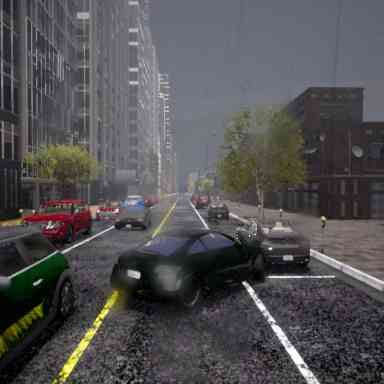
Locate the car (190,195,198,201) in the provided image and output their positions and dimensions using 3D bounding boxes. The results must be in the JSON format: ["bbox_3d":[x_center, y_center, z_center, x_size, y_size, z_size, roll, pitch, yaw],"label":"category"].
[{"bbox_3d":[0.489,1.537,83.111,1.947,1.339,4.313,-1,0,-2],"label":"car"}]

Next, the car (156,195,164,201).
[{"bbox_3d":[-7.884,1.497,82.729,1.752,1.417,4.829,-1,0,-2],"label":"car"}]

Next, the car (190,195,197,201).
[{"bbox_3d":[0.342,1.551,88.643,1.802,1.307,4.206,-1,0,-2],"label":"car"}]

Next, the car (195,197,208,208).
[{"bbox_3d":[1.373,1.509,50.086,1.752,1.417,4.829,-1,0,-2],"label":"car"}]

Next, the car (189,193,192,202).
[{"bbox_3d":[0.782,1.290,72.046,2.192,1.841,5.009,-1,0,-2],"label":"car"}]

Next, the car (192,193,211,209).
[{"bbox_3d":[1.522,1.301,44.383,2.192,1.841,5.009,-1,0,-2],"label":"car"}]

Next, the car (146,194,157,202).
[{"bbox_3d":[-7.003,1.299,49.701,2.192,1.841,5.009,-1,0,-2],"label":"car"}]

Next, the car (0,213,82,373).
[{"bbox_3d":[-3.179,1.350,4.179,2.097,1.767,4.553,0,0,-2],"label":"car"}]

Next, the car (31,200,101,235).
[{"bbox_3d":[-6.198,1.310,15.775,2.192,1.841,5.009,-1,0,-2],"label":"car"}]

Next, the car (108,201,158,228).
[{"bbox_3d":[-3.633,1.541,21.432,2.033,1.411,5.357,0,0,-1],"label":"car"}]

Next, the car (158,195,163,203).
[{"bbox_3d":[-7.444,1.522,66.300,1.887,1.381,4.507,-1,0,-2],"label":"car"}]

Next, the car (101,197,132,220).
[{"bbox_3d":[-6.402,1.432,26.843,1.967,1.590,4.097,-1,0,-2],"label":"car"}]

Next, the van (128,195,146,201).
[{"bbox_3d":[-6.707,1.329,38.636,1.690,1.788,3.998,-1,0,-2],"label":"van"}]

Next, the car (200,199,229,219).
[{"bbox_3d":[2.001,1.543,27.051,2.008,1.369,4.403,-1,0,-2],"label":"car"}]

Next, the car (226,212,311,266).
[{"bbox_3d":[2.543,1.548,11.192,2.008,1.369,4.403,-1,0,-2],"label":"car"}]

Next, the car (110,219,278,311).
[{"bbox_3d":[0.150,1.557,7.958,1.994,1.385,4.181,0,-1,39],"label":"car"}]
